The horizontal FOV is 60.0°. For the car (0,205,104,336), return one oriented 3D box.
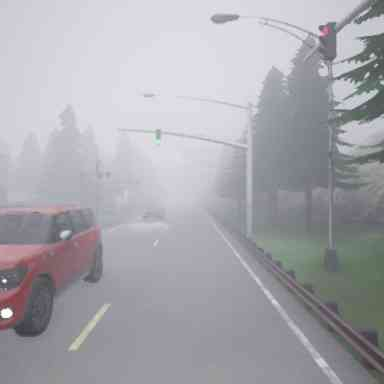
[{"bbox_3d":[-3.530,1.327,7.204,2.150,2.045,5.566,-1,-1,0],"label":"car"}]

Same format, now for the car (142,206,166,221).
[{"bbox_3d":[-3.520,1.989,31.503,1.895,1.301,4.718,0,-1,0],"label":"car"}]
